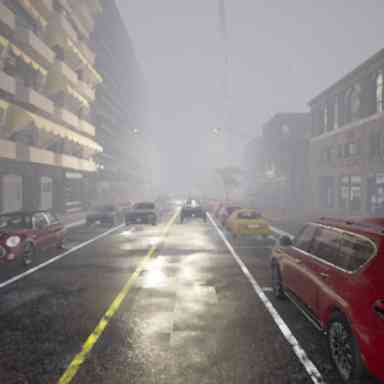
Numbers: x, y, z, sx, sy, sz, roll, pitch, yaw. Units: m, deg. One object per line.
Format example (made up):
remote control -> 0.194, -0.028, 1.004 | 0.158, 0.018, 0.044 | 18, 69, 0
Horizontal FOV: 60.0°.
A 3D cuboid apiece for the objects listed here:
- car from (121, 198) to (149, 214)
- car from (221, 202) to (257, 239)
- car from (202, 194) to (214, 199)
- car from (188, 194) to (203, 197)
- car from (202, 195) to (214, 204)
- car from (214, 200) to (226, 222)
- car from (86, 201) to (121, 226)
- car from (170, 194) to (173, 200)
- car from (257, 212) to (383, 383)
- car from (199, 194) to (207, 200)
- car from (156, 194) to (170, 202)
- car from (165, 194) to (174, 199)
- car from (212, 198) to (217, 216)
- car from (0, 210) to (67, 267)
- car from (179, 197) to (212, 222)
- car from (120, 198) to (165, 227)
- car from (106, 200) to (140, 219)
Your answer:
car -> -5.704, 1.383, 33.672 | 2.008, 1.369, 4.403 | -1, 0, 0
car -> 2.678, 1.440, 16.783 | 1.752, 1.417, 4.829 | -1, 0, 0
car -> 2.675, 1.302, 45.169 | 1.752, 1.417, 4.829 | -1, 0, 0
car -> 0.095, 1.267, 45.459 | 2.128, 1.511, 4.902 | 0, 0, 0
car -> 2.673, 1.268, 56.354 | 1.887, 1.381, 4.507 | -1, 0, 0
car -> 2.678, 1.470, 22.290 | 1.802, 1.307, 4.206 | -1, 0, 0
car -> -5.703, 1.453, 22.317 | 1.947, 1.339, 4.313 | -1, 0, 0
car -> -5.709, 1.208, 73.414 | 1.947, 1.339, 4.313 | -1, 0, 0
car -> 2.677, 1.288, 5.257 | 2.192, 1.841, 5.009 | -1, 0, 0
car -> 2.671, 1.198, 79.064 | 1.802, 1.307, 4.206 | -1, 0, 0
car -> -5.708, 1.241, 62.059 | 1.887, 1.381, 4.507 | -1, 0, 0
car -> -5.711, 1.140, 84.768 | 2.008, 1.369, 4.403 | -1, 0, 0
car -> 2.677, 1.442, 27.967 | 1.802, 1.307, 4.206 | -1, 0, 0
car -> -5.709, 1.384, 10.962 | 1.967, 1.590, 4.097 | -1, 0, 0
car -> 0.096, 1.366, 24.867 | 2.128, 1.511, 4.902 | 0, 0, 0
car -> -3.101, 1.367, 21.896 | 1.882, 1.535, 5.008 | 0, 0, 0
car -> -5.704, 1.404, 27.994 | 1.887, 1.381, 4.507 | -1, 0, 0
